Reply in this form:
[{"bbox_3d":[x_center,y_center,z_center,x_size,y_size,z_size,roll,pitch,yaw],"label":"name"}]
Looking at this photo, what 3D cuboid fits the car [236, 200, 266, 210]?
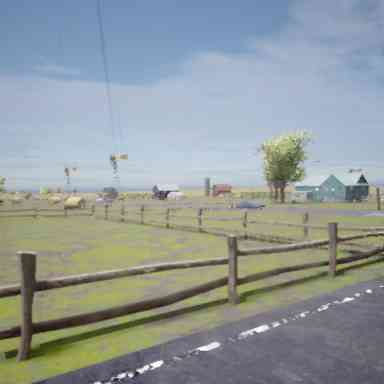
[{"bbox_3d":[9.344,2.070,53.308,2.033,1.411,5.357,-1,0,-36],"label":"car"}]
